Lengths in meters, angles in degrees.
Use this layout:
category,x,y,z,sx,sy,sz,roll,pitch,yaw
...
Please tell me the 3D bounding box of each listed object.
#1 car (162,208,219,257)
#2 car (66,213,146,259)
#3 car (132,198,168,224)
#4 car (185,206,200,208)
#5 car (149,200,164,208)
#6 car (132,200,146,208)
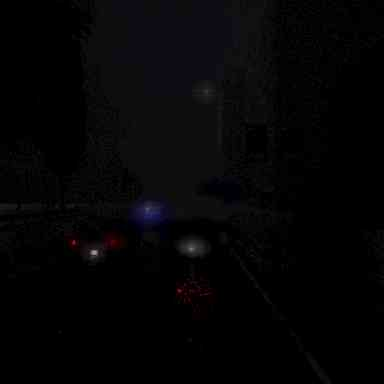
category,x,y,z,sx,sy,sz,roll,pitch,yaw
car,0.030,1.649,13.506,1.837,1.490,4.892,0,0,1
car,-3.224,1.740,13.263,1.895,1.301,4.718,0,-1,1
car,-3.226,1.518,27.592,2.150,2.045,5.566,0,0,0
car,0.024,1.841,27.533,2.033,1.411,5.357,0,-1,0
car,-6.513,2.188,61.439,2.128,1.511,4.902,0,-1,1
car,-9.762,2.200,61.440,1.837,1.490,4.892,0,-1,1
